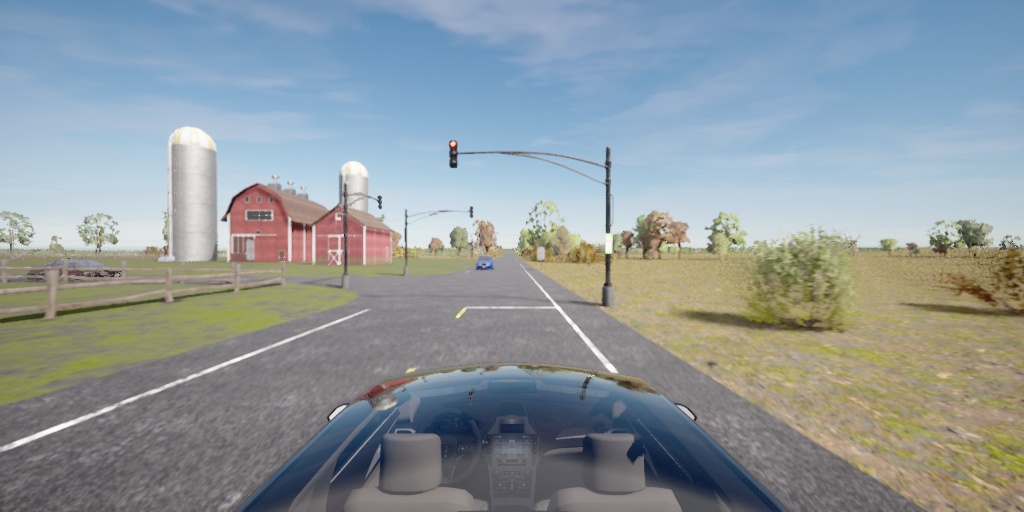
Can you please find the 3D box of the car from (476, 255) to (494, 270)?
[{"bbox_3d":[-3.503,0.906,47.365,2.150,2.045,5.566,0,2,0],"label":"car"}]

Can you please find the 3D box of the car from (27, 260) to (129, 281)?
[{"bbox_3d":[-30.556,0.959,25.319,5.357,1.411,2.033,1,1,0],"label":"car"}]
